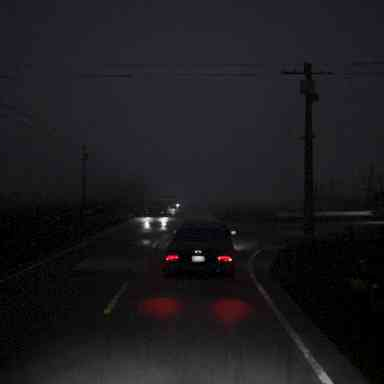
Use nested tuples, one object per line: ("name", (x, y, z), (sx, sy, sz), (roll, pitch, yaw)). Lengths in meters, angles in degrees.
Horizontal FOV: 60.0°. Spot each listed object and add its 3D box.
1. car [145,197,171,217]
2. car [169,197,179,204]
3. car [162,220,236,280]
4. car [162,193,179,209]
("car", (-3.306, 1.526, 31.751), (1.837, 1.490, 4.892), (0, 0, 0))
("car", (-3.516, 1.648, 65.927), (1.895, 1.301, 4.718), (0, 0, -1))
("car", (0.348, 1.555, 10.009), (2.033, 1.411, 5.357), (0, 0, 5))
("car", (-3.406, 1.247, 47.373), (2.150, 2.045, 5.566), (0, 1, 0))
